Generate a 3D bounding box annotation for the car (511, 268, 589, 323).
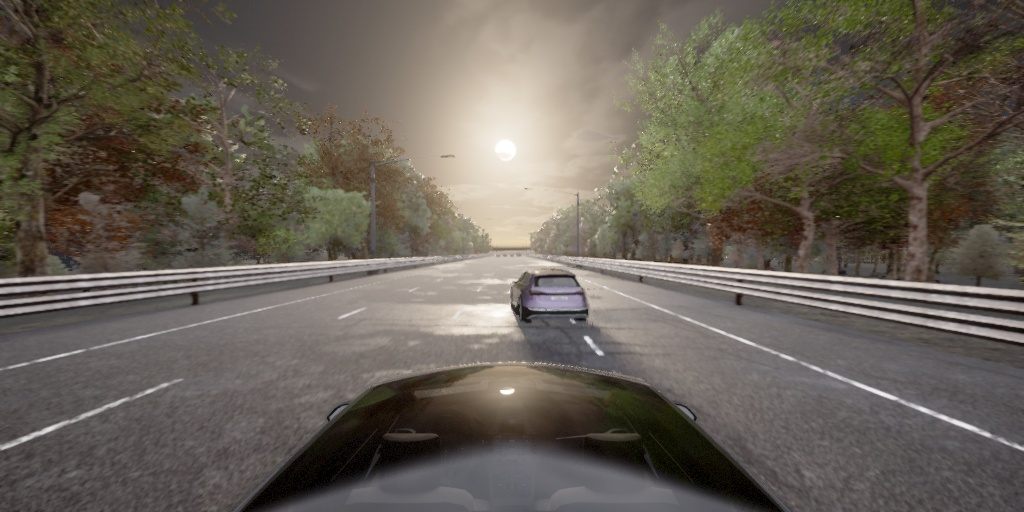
[{"bbox_3d":[1.059,1.187,11.712,2.033,1.649,4.856,0,0,-5],"label":"car"}]
